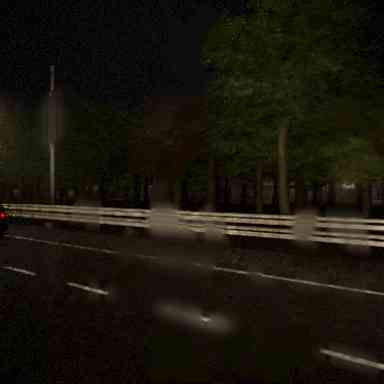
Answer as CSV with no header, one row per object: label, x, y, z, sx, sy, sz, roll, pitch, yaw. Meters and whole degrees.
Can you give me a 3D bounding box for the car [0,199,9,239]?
car,-11.063,1.220,16.076,5.566,2.045,2.150,0,0,36
